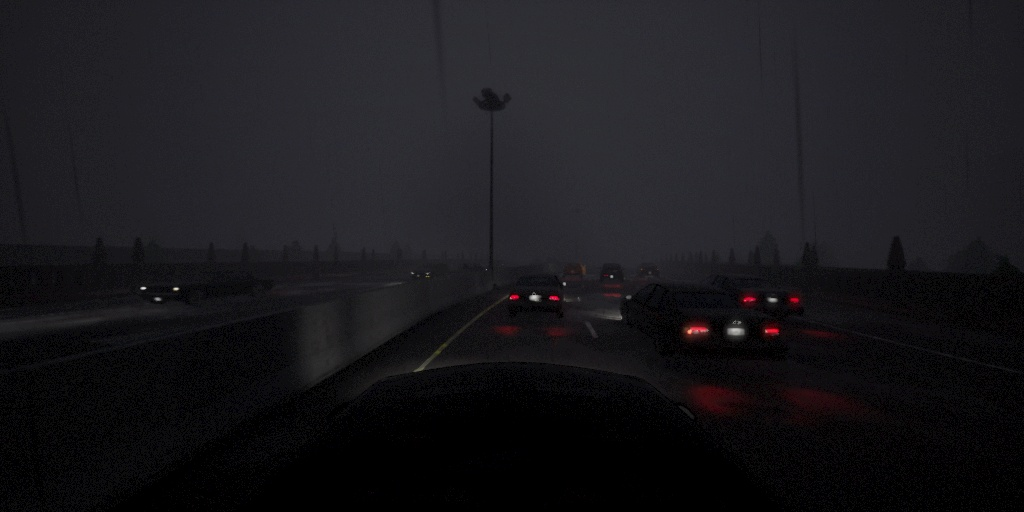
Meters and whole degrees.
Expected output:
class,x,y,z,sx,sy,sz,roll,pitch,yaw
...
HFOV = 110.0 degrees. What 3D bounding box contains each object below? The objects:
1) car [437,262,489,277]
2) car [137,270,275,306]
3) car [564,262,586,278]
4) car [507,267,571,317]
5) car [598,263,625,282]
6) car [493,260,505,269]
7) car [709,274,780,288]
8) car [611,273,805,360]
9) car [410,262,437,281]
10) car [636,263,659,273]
class,x,y,z,sx,sy,sz,roll,pitch,yaw
car,-3.478,1.262,27.378,2.128,1.511,4.902,0,0,14
car,-12.951,1.310,15.603,1.895,1.301,4.718,0,0,8
car,6.325,1.306,36.011,1.882,1.535,5.008,0,0,15
car,1.005,1.318,13.302,2.033,1.411,5.357,0,0,8
car,8.274,1.333,29.829,1.837,1.490,4.892,0,0,15
car,-2.550,1.323,57.086,1.837,1.490,4.892,0,0,16
car,8.014,1.351,13.006,2.033,1.411,5.357,0,0,8
car,3.983,1.326,8.529,2.033,1.411,5.357,0,0,5
car,-6.520,1.264,29.615,1.837,1.490,4.892,0,0,15
car,13.474,1.386,35.671,1.812,1.442,4.674,0,0,15
